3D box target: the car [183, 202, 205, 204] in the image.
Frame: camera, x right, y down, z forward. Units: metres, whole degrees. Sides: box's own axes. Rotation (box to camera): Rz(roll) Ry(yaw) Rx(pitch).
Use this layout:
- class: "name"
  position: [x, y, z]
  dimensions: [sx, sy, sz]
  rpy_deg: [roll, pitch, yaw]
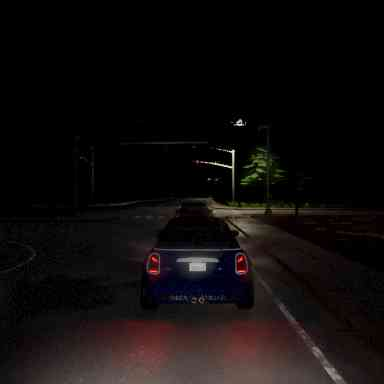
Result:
- class: "car"
  position: [0.102, 1.338, 18.141]
  dimensions: [2.097, 1.767, 4.553]
  rpy_deg: [0, 0, 0]

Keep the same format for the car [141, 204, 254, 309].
- class: "car"
  position: [0.100, 1.347, 8.020]
  dimensions: [2.097, 1.767, 4.553]
  rpy_deg: [0, 0, 0]
